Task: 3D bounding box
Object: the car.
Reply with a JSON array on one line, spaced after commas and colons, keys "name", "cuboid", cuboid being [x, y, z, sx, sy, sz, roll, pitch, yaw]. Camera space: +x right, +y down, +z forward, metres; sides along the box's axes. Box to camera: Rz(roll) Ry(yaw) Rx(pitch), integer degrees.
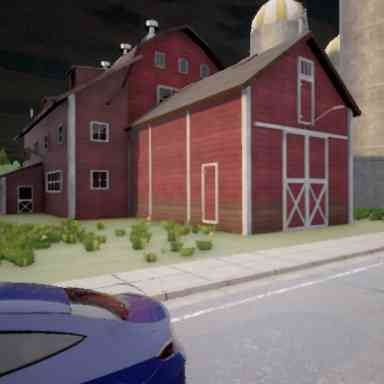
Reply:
[{"name": "car", "cuboid": [-2.206, 1.529, 2.399, 4.674, 1.442, 1.812, 0, 0, -35]}]
